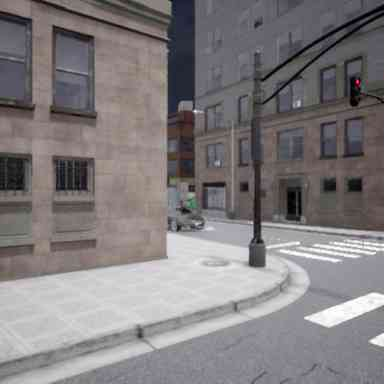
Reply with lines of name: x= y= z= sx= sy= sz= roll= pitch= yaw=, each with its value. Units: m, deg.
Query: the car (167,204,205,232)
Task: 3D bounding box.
car: x=-1.133 y=1.536 z=20.264 sx=1.837 sy=1.490 sz=4.892 roll=0 pitch=0 yaw=-35
